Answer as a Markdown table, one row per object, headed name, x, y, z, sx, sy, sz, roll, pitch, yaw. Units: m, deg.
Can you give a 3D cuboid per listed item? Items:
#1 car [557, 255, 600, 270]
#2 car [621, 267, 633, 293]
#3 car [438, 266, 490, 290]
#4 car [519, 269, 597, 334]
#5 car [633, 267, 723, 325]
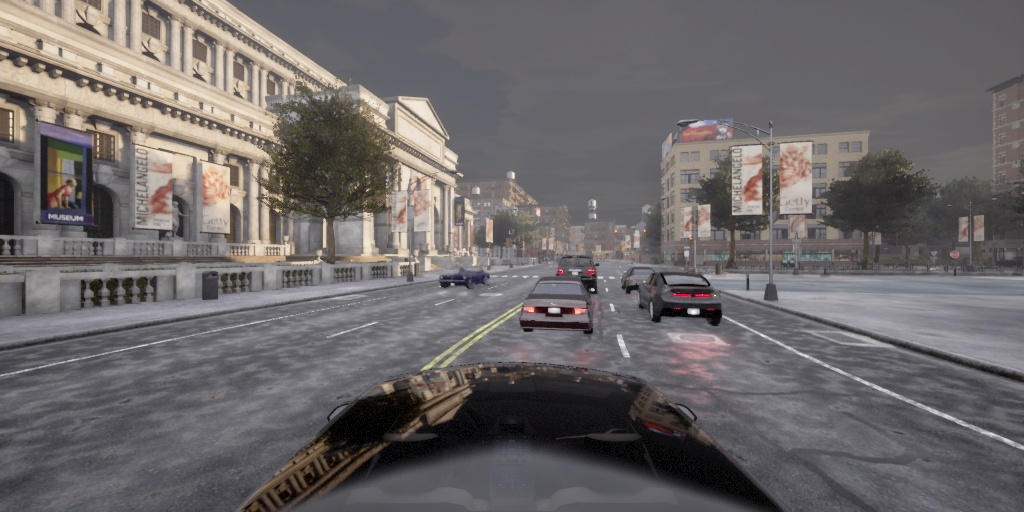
| name | x | y | z | sx | sy | sz | roll | pitch | yaw |
| --- | --- | --- | --- | --- | --- | --- | --- | --- | --- |
| car | 3.801 | 0.971 | 20.677 | 2.150 | 2.045 | 5.566 | 0 | 0 | 13 |
| car | 7.364 | 1.314 | 20.457 | 1.994 | 1.385 | 4.181 | 0 | 0 | 13 |
| car | -2.949 | 1.351 | 23.061 | 1.895 | 1.301 | 4.718 | 0 | 0 | 14 |
| car | 1.463 | 1.297 | 10.700 | 2.033 | 1.411 | 5.357 | 0 | 0 | 11 |
| car | 5.407 | 1.254 | 12.031 | 1.837 | 1.490 | 4.892 | 0 | 0 | 12 |
